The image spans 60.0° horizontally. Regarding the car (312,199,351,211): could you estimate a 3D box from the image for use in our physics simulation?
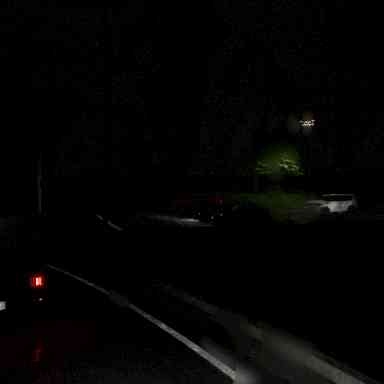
[{"bbox_3d":[17.248,1.564,41.118,4.181,1.385,1.994,0,0,-22],"label":"car"}]

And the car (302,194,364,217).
[{"bbox_3d":[13.321,1.220,31.983,5.566,2.045,2.150,0,0,-22],"label":"car"}]

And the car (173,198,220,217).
[{"bbox_3d":[0.960,1.527,30.730,4.674,1.442,1.812,0,0,-22],"label":"car"}]

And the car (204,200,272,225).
[{"bbox_3d":[3.597,1.527,24.245,4.674,1.442,1.812,0,0,-22],"label":"car"}]

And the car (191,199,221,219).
[{"bbox_3d":[2.471,1.565,27.589,4.181,1.385,1.994,0,0,-22],"label":"car"}]

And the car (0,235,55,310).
[{"bbox_3d":[-4.659,1.601,7.143,1.895,1.301,4.718,0,0,-41],"label":"car"}]

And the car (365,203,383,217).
[{"bbox_3d":[18.621,1.478,30.350,5.008,1.535,1.882,0,0,-22],"label":"car"}]

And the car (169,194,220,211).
[{"bbox_3d":[0.443,1.219,34.320,5.566,2.045,2.150,0,0,-22],"label":"car"}]
